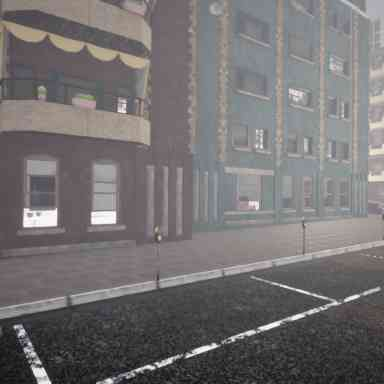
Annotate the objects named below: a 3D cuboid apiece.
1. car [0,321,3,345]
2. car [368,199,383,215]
[{"bbox_3d":[-4.210,1.566,3.086,4.313,1.339,1.947,0,1,-35],"label":"car"},{"bbox_3d":[16.127,1.240,32.629,2.192,1.841,5.009,1,0,-36],"label":"car"}]
